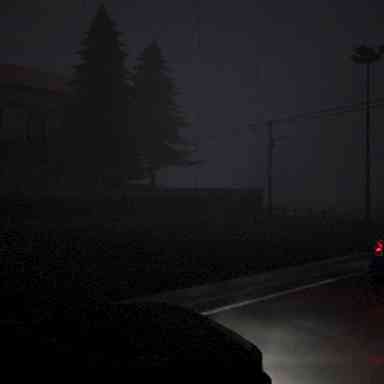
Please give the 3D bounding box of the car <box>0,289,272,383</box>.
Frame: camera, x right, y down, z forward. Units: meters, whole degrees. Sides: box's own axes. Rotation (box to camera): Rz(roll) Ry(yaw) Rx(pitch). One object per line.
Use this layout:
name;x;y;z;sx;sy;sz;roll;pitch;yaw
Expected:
car;-1.836;1.547;2.418;5.357;1.411;2.033;0;0;-36

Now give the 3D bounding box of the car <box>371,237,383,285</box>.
car;6.558;1.398;8.432;4.553;1.767;2.097;0;0;-35
